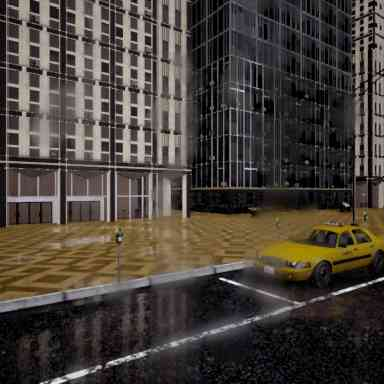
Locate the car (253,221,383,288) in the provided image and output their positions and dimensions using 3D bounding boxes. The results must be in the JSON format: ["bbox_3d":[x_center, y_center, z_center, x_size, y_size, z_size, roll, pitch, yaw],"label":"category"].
[{"bbox_3d":[3.784,1.526,9.246,4.829,1.417,1.752,0,0,-35],"label":"car"}]
